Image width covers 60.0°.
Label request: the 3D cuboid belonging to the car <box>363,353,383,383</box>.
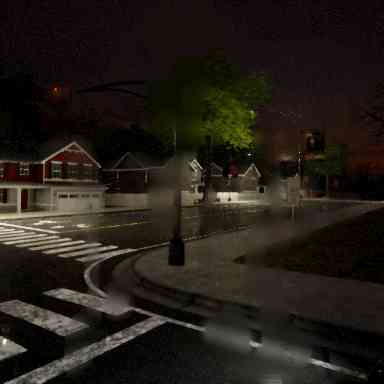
[{"bbox_3d":[3.328,1.506,1.308,4.892,1.490,1.837,0,0,35],"label":"car"}]
